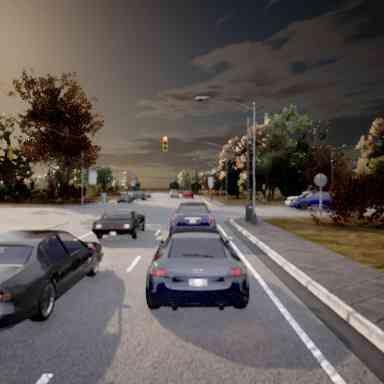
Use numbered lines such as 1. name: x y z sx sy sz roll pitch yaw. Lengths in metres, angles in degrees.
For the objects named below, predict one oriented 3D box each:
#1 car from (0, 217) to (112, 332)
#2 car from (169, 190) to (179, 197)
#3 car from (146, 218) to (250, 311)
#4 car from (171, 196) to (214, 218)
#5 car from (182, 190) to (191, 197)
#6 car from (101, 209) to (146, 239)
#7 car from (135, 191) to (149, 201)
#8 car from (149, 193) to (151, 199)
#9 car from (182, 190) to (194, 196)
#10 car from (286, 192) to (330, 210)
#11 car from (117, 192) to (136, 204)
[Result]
1. car: -3.421 1.527 7.131 2.033 1.411 5.357 0 0 -1
2. car: -4.369 0.884 84.218 1.994 1.385 4.181 0 1 -4
3. car: 0.076 1.540 7.821 1.994 1.385 4.181 0 0 -1
4. car: 0.034 1.271 16.455 2.097 1.767 4.553 0 0 0
5. car: -1.643 0.390 94.188 2.097 1.767 4.553 0 1 -7
6. car: -3.487 1.517 16.775 1.895 1.301 4.718 0 0 -1
7. car: -10.828 0.757 68.040 2.150 2.045 5.566 0 1 -1
8. car: -11.355 0.815 83.801 1.882 1.535 5.008 0 1 -3
9. car: -0.821 0.564 83.541 2.150 2.045 5.566 0 1 -4
10. car: 14.000 0.993 37.529 5.566 2.045 2.150 0 0 -3
11. car: -10.807 1.218 53.843 1.994 1.385 4.181 0 1 0
